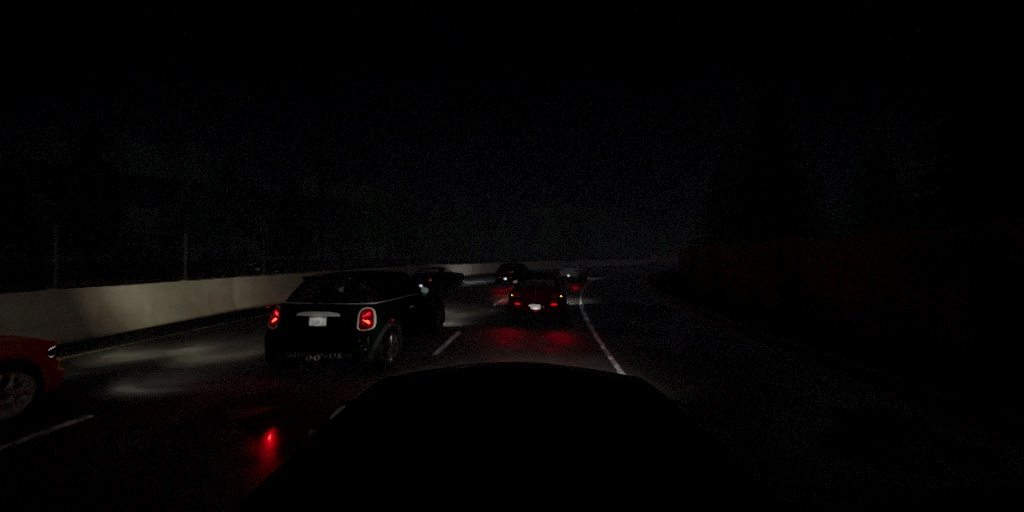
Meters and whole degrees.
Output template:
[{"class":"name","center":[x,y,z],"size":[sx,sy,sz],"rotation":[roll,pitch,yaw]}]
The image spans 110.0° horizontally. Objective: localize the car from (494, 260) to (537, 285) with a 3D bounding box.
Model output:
[{"class":"car","center":[0.211,1.243,25.882],"size":[1.837,1.490,4.892],"rotation":[0,0,16]}]

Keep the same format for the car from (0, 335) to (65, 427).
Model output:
[{"class":"car","center":[-6.774,1.196,2.526],"size":[1.882,1.535,5.008],"rotation":[0,0,1]}]

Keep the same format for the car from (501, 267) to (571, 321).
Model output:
[{"class":"car","center":[0.964,1.274,12.468],"size":[1.812,1.442,4.674],"rotation":[0,0,7]}]

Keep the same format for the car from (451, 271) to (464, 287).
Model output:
[{"class":"car","center":[-4.514,1.320,21.645],"size":[1.895,1.301,4.718],"rotation":[0,0,12]}]

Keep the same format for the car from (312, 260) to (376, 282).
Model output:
[{"class":"car","center":[-13.559,1.151,29.292],"size":[1.882,1.535,5.008],"rotation":[0,0,16]}]

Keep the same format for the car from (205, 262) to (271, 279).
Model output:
[{"class":"car","center":[-18.279,1.159,24.794],"size":[1.837,1.490,4.892],"rotation":[0,0,13]}]

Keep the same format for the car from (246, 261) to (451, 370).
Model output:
[{"class":"car","center":[-2.993,1.085,7.923],"size":[2.097,1.767,4.553],"rotation":[0,0,4]}]

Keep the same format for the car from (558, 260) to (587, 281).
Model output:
[{"class":"car","center":[5.099,1.284,29.830],"size":[1.812,1.442,4.674],"rotation":[0,0,19]}]
